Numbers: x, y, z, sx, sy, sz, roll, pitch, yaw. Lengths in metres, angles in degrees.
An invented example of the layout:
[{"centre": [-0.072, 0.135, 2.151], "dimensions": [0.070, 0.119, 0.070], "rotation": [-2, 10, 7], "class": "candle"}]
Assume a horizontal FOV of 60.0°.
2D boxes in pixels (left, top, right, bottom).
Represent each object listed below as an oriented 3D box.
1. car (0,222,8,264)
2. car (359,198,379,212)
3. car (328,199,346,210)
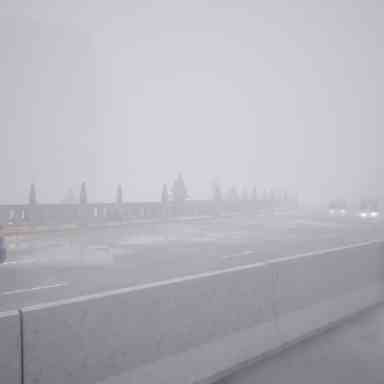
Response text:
[{"centre": [-7.315, 1.221, 7.478], "dimensions": [5.566, 2.045, 2.150], "rotation": [0, 0, -35], "class": "car"}, {"centre": [20.882, 1.491, 39.285], "dimensions": [2.128, 1.511, 4.902], "rotation": [0, 0, 27], "class": "car"}, {"centre": [18.445, 1.564, 42.159], "dimensions": [1.994, 1.385, 4.181], "rotation": [0, 0, 26], "class": "car"}]
